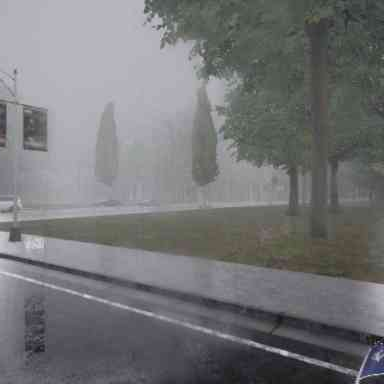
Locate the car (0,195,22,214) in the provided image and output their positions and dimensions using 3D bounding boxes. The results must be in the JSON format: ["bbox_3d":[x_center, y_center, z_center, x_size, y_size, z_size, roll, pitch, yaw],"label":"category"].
[{"bbox_3d":[-21.136,1.364,35.559,2.150,2.045,5.566,0,0,34],"label":"car"}]

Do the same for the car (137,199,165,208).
[{"bbox_3d":[-6.865,1.841,55.945,2.033,1.411,5.357,0,0,35],"label":"car"}]

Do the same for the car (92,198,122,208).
[{"bbox_3d":[-13.332,1.728,52.394,1.882,1.535,5.008,0,0,35],"label":"car"}]

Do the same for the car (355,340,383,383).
[{"bbox_3d":[3.143,1.353,1.452,4.553,1.767,2.097,0,0,36],"label":"car"}]
